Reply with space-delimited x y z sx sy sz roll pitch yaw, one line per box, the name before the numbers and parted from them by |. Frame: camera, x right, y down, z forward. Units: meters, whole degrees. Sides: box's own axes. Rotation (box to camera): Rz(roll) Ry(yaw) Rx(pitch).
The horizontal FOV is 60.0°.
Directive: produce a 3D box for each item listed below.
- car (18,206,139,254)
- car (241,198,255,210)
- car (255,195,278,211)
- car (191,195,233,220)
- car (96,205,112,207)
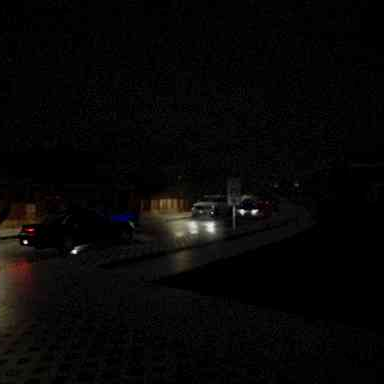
car | -4.558 1.535 13.845 1.837 1.490 4.892 -2 -1 34
car | 8.079 1.646 47.445 1.882 1.535 5.008 0 0 13
car | 9.826 1.378 43.024 2.150 2.045 5.566 0 0 15
car | 1.950 1.326 30.130 2.150 2.045 5.566 0 0 26
car | -5.076 1.522 18.284 1.882 1.535 5.008 0 0 34
